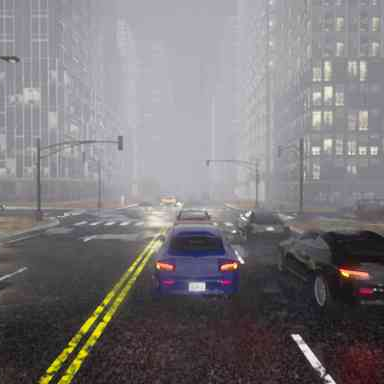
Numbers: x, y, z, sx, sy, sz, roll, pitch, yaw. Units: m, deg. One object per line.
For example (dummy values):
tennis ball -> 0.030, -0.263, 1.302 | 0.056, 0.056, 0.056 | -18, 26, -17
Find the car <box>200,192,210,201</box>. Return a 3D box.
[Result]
car -> 3.105, 1.130, 78.761 | 2.150, 2.045, 5.566 | 0, 0, 0

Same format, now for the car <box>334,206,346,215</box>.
car -> 17.026, 1.713, 33.739 | 4.718, 1.301, 1.895 | 1, 1, 1

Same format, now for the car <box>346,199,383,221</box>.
car -> 16.151, 1.515, 27.967 | 5.009, 1.841, 2.192 | 1, 0, 1

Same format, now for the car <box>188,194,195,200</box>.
car -> -0.165, 1.251, 89.143 | 1.812, 1.442, 4.674 | 0, 0, 0

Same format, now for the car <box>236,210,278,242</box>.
car -> 3.325, 1.552, 16.218 | 1.994, 1.385, 4.181 | 0, 0, -1

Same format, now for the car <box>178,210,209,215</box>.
car -> 0.071, 1.588, 17.379 | 1.895, 1.301, 4.718 | 0, 0, 0

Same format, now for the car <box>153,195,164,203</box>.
car -> -6.648, 1.436, 66.623 | 1.837, 1.490, 4.892 | 0, 0, 0

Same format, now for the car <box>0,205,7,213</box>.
car -> -20.064, 1.434, 31.086 | 4.718, 1.301, 1.895 | 1, 1, 1

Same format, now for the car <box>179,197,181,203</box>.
car -> -3.378, 1.529, 69.264 | 1.895, 1.301, 4.718 | 0, 0, 0

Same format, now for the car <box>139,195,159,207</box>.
car -> -6.685, 1.503, 49.750 | 2.033, 1.411, 5.357 | 0, 0, 0

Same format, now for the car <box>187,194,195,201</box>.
car -> -0.146, 1.500, 79.171 | 1.895, 1.301, 4.718 | 0, 0, 0

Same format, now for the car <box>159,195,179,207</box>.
car -> -3.434, 1.432, 50.008 | 1.882, 1.535, 5.008 | 0, 0, 0

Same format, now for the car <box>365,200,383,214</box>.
car -> 21.744, 1.637, 36.264 | 4.829, 1.417, 1.752 | 1, 0, 1

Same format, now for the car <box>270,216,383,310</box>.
car -> 3.338, 1.521, 7.649 | 1.812, 1.442, 4.674 | 0, 0, 0

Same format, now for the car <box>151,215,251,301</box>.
car -> 0.087, 1.520, 8.213 | 1.812, 1.442, 4.674 | 0, 0, 0

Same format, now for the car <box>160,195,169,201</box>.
car -> -6.652, 1.399, 81.442 | 1.837, 1.490, 4.892 | 0, 0, 0
